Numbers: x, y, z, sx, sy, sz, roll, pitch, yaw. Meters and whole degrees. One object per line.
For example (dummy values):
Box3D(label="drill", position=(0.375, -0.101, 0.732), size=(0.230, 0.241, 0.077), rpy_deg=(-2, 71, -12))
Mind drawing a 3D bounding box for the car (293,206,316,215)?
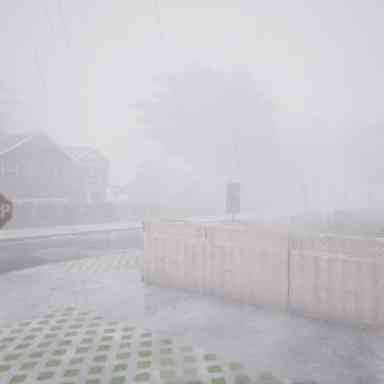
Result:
Box3D(label="car", position=(15.550, 2.642, 45.856), size=(1.994, 1.385, 4.181), rpy_deg=(1, -1, 36))
